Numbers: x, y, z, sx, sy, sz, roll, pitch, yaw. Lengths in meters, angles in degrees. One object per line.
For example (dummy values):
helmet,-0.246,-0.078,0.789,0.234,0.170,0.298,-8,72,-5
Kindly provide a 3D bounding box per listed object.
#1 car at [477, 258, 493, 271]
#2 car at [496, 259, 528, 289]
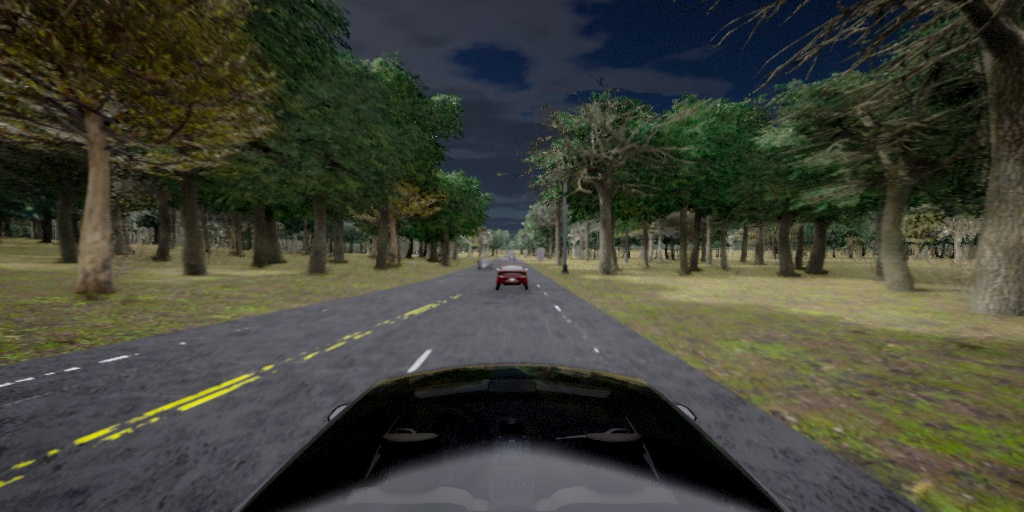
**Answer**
car,-3.492,1.078,47.162,2.128,1.511,4.902,0,0,0
car,0.007,1.202,23.114,1.882,1.535,5.008,0,0,0
